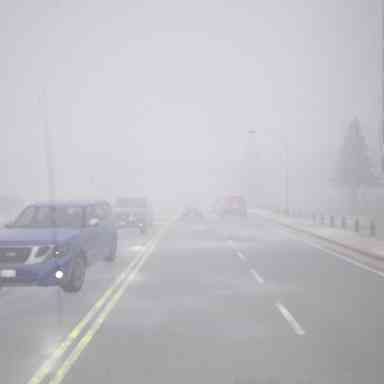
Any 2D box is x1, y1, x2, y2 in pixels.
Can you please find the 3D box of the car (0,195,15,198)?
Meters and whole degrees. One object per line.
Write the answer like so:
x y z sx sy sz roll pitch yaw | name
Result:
-21.049 1.254 38.144 1.932 1.855 4.605 0 0 0 | car

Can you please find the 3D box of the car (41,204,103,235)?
-7.007 1.532 20.082 1.882 1.535 5.008 0 0 0 | car

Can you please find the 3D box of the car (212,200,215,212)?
3.540 1.459 40.762 2.097 1.767 4.553 0 0 0 | car

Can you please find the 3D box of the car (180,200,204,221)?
-0.001 1.598 27.790 1.812 1.442 4.674 0 0 0 | car

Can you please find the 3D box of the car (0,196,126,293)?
-3.590 1.246 9.285 2.150 2.045 5.566 0 0 0 | car

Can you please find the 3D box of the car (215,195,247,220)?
3.523 1.302 29.536 2.150 2.045 5.566 0 0 1 | car

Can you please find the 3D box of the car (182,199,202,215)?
-0.001 1.588 36.766 2.128 1.511 4.902 0 0 0 | car

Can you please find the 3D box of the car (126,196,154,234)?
-3.585 1.274 20.015 2.150 2.045 5.566 0 0 0 | car
